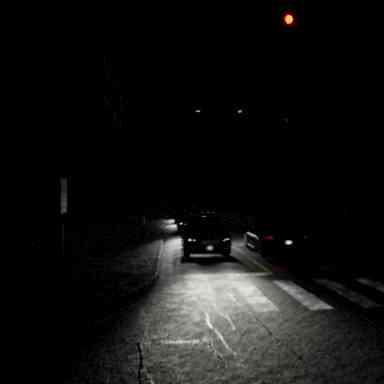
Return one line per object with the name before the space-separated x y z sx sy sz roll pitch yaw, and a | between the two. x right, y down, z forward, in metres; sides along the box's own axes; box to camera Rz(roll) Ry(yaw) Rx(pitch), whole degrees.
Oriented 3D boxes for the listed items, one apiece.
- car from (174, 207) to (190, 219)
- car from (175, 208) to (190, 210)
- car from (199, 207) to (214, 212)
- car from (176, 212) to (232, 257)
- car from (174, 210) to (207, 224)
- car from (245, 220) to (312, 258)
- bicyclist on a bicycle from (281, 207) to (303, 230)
car | -1.380 2.677 42.852 1.895 1.301 4.718 0 -1 -4
car | -0.728 2.390 32.943 1.994 1.385 4.181 0 -1 -4
car | 1.796 2.592 42.806 2.033 1.411 5.357 0 -1 -4
car | 0.510 1.852 14.647 2.128 1.511 4.902 0 -1 -4
car | -0.119 2.197 23.888 1.895 1.301 4.718 0 -1 -4
car | 3.522 1.886 14.263 1.994 1.385 4.181 0 -1 -1
bicyclist on a bicycle | 6.306 1.771 21.327 1.656 1.620 0.582 -1 -1 -4
